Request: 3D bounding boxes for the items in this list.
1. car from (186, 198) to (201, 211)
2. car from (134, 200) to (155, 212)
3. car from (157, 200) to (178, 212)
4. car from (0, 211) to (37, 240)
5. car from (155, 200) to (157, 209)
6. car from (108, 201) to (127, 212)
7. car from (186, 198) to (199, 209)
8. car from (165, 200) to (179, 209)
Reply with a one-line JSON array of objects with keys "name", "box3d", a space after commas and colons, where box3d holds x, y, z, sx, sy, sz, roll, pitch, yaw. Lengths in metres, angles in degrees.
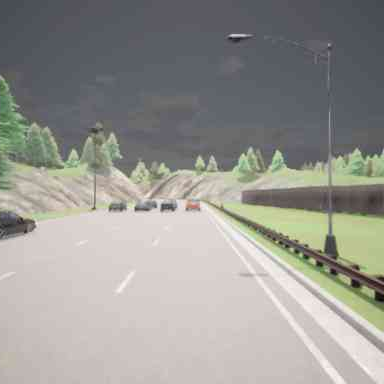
[{"name": "car", "box3d": [0.164, 1.804, 47.924, 2.097, 1.767, 4.553, 0, -1, 1]}, {"name": "car", "box3d": [-6.845, 2.020, 46.865, 1.994, 1.385, 4.181, 0, -1, 1]}, {"name": "car", "box3d": [-3.348, 1.925, 46.646, 1.882, 1.535, 5.008, 0, -1, 1]}, {"name": "car", "box3d": [-10.353, 1.736, 17.708, 2.033, 1.411, 5.357, 0, -1, 0]}, {"name": "car", "box3d": [-6.873, 2.041, 56.780, 2.128, 1.511, 4.902, 0, -1, 0]}, {"name": "car", "box3d": [-10.347, 1.953, 46.670, 2.128, 1.511, 4.902, 0, -1, 1]}, {"name": "car", "box3d": [0.128, 1.895, 57.570, 2.097, 1.767, 4.553, 0, -1, 0]}, {"name": "car", "box3d": [-3.373, 2.090, 56.773, 2.033, 1.411, 5.357, 0, -1, 0]}]
